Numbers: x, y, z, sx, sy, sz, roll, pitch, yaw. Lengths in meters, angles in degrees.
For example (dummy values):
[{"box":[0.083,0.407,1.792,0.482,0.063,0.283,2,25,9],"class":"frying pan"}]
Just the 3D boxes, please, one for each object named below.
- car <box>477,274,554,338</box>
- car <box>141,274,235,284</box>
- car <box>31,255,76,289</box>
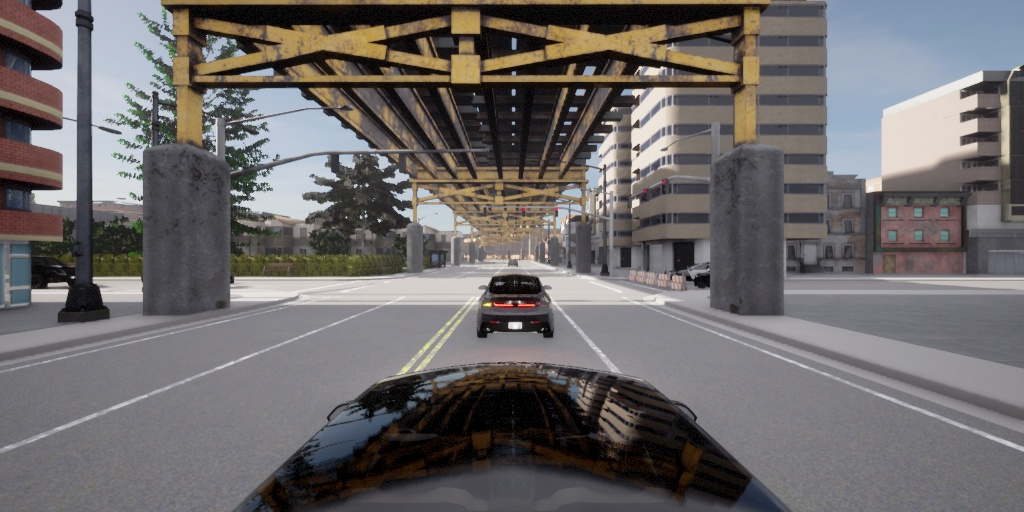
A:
[{"box":[0.088,1.254,10.160,1.837,1.490,4.892,0,0,0],"class":"car"},{"box":[-20.032,1.252,22.275,4.892,1.490,1.837,0,0,0],"class":"car"},{"box":[-30.044,0.967,22.336,5.566,2.045,2.150,0,0,0],"class":"car"}]
